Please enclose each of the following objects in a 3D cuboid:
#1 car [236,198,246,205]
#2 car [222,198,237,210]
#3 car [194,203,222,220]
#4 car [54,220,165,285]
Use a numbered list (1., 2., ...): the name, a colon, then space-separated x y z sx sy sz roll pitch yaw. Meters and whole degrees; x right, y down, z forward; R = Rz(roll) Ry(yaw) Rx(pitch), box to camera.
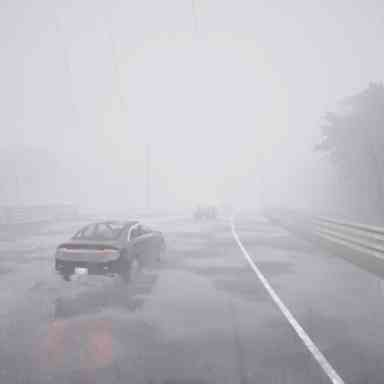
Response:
1. car: 11.463 2.474 80.940 1.895 1.301 4.718 0 -1 13
2. car: 5.664 2.110 53.685 2.033 1.411 5.357 0 -1 11
3. car: 1.465 1.929 31.397 1.895 1.301 4.718 0 -1 10
4. car: -2.119 1.593 9.900 2.128 1.511 4.902 0 -1 9
